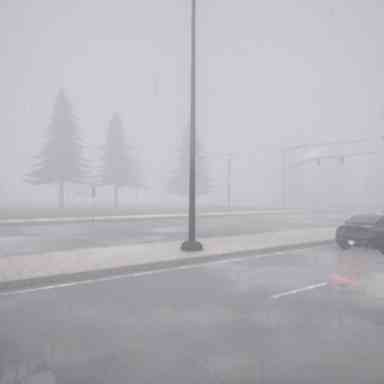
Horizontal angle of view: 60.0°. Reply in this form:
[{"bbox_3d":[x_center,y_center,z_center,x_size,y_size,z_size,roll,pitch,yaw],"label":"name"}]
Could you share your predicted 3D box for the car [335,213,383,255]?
[{"bbox_3d":[7.923,1.641,13.817,4.892,1.490,1.837,0,0,-35],"label":"car"}]
